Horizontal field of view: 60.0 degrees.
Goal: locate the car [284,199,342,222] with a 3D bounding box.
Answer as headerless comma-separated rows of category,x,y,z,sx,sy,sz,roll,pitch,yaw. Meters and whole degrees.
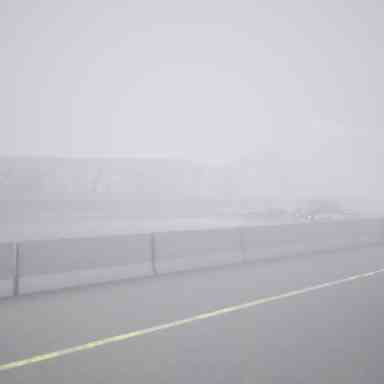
car,10.974,1.604,29.065,5.566,2.045,2.150,1,-1,-36

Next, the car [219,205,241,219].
car,4.983,1.958,33.382,4.718,1.301,1.895,1,-1,-36

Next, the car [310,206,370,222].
car,11.267,1.947,24.967,4.718,1.301,1.895,1,-1,-36

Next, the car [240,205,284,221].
car,7.017,1.954,30.533,4.718,1.301,1.895,1,-1,-36
